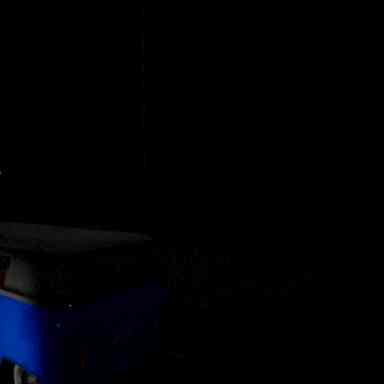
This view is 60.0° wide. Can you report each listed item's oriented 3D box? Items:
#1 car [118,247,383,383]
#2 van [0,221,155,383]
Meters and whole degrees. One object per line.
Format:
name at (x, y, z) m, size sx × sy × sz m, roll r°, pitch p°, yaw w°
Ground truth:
car at (2.237, 1.309, 1.484) m, size 5.009 × 1.841 × 2.192 m, roll 0°, pitch 0°, yaw 36°
van at (-2.255, 1.368, 4.697) m, size 3.998 × 1.788 × 1.690 m, roll 0°, pitch 0°, yaw 36°
